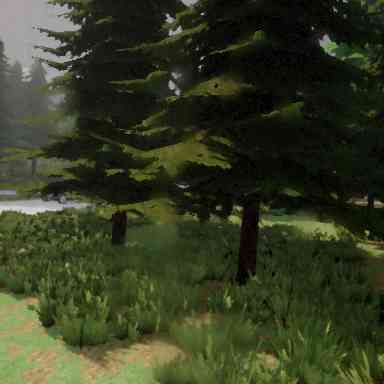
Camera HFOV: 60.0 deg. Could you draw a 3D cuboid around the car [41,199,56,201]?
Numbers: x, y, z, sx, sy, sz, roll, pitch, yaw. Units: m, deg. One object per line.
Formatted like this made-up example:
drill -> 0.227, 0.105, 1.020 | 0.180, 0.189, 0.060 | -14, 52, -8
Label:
car -> -9.897, 0.050, 26.706 | 1.837, 1.490, 4.892 | 5, 3, 24
